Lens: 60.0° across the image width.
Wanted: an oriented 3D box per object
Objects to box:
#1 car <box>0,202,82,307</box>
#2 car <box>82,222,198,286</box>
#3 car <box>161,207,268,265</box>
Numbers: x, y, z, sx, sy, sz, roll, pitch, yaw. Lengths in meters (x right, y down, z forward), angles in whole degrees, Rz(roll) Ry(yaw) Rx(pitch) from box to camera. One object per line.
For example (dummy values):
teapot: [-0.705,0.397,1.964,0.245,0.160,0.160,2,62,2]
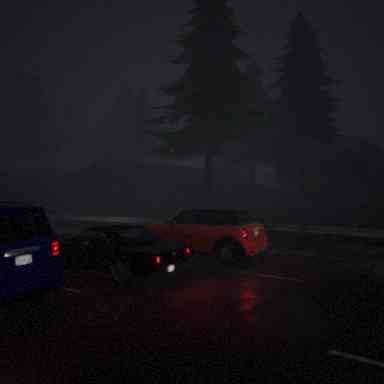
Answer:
car: [-5.115,1.218,6.817,5.566,2.045,2.150,0,0,29]
car: [-2.415,1.583,9.297,4.718,1.301,1.895,0,0,31]
car: [0.244,1.321,11.697,4.553,1.767,2.097,0,0,32]
